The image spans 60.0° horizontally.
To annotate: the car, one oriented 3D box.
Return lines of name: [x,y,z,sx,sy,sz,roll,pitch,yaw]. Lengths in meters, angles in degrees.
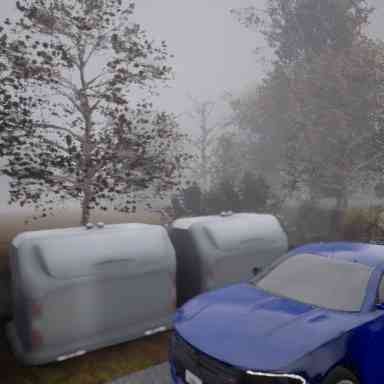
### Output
car: [2.051,1.480,4.533,5.008,1.535,1.882,0,0,-36]
